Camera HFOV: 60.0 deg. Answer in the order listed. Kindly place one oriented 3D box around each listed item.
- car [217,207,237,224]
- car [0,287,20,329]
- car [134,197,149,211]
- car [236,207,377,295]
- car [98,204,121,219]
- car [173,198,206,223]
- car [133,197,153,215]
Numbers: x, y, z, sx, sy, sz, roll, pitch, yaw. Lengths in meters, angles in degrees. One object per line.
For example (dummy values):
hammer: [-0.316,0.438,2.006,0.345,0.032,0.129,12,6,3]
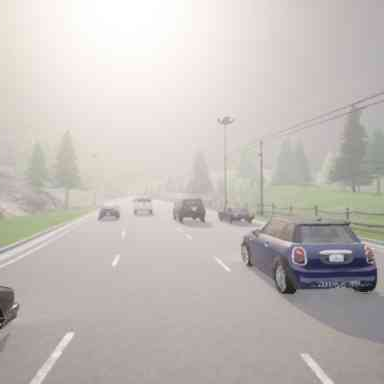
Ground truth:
car: [3.511,1.882,27.691,1.895,1.301,4.718,0,-1,-10]
car: [-3.651,1.583,2.955,2.033,1.411,5.357,0,-1,-2]
car: [-7.905,1.757,51.435,2.150,2.045,5.566,0,-1,-10]
car: [2.857,1.444,9.178,2.097,1.767,4.553,0,-1,-6]
car: [-8.100,1.871,32.885,1.812,1.442,4.674,0,0,-10]
car: [-0.311,1.525,29.156,2.150,2.045,5.566,0,0,-10]
car: [-5.989,1.647,40.878,2.150,2.045,5.566,0,-1,-10]
